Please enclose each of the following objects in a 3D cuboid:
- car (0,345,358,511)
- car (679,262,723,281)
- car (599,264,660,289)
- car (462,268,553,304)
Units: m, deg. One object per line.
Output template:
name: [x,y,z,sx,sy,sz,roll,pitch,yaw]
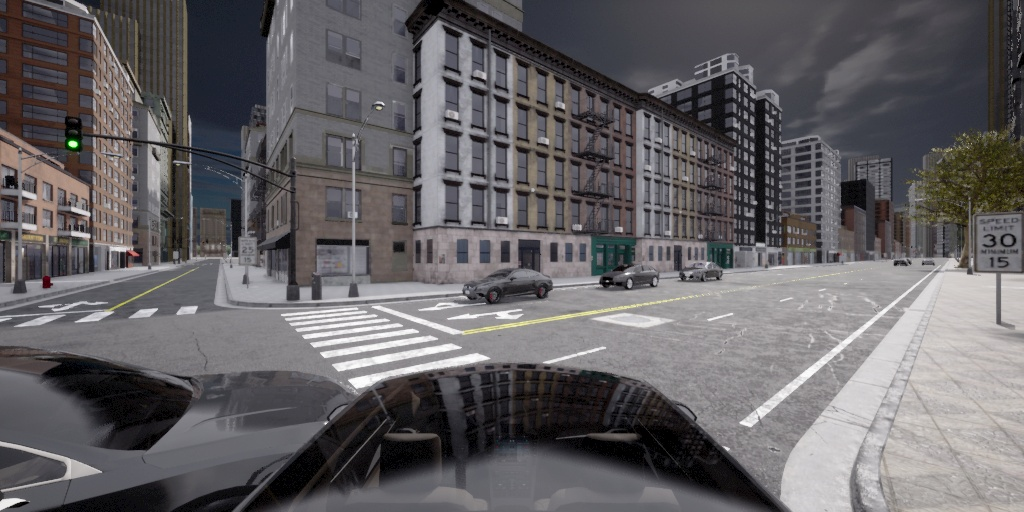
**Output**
car: [-3.227,1.257,1.739,4.892,1.490,1.837,0,0,-35]
car: [15.576,1.236,29.462,4.902,1.511,2.128,0,0,-39]
car: [7.586,1.258,22.968,4.892,1.490,1.837,0,0,-39]
car: [-0.087,1.286,16.720,4.674,1.442,1.812,0,0,-39]
